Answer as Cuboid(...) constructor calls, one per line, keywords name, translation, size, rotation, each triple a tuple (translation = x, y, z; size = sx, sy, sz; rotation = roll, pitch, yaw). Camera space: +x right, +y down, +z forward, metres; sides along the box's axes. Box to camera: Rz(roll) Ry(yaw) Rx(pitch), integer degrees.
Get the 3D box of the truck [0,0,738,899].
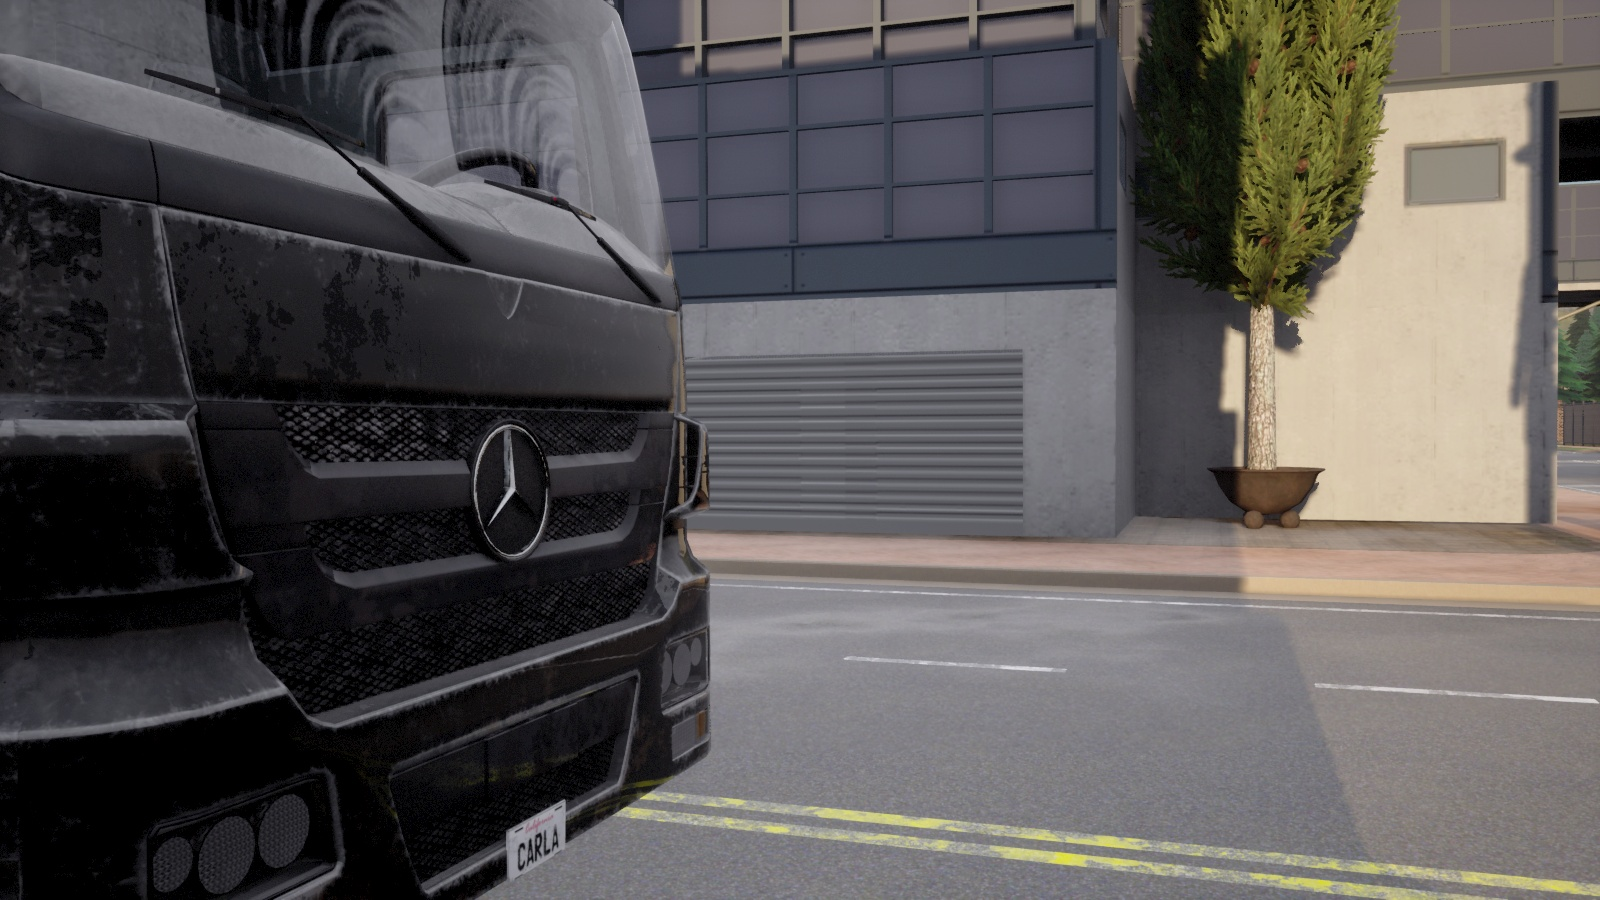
Cuboid(name="truck", translation=(-4.464, -0.248, 4.736), size=(7.936, 3.462, 2.891), rotation=(1, 1, 20))
